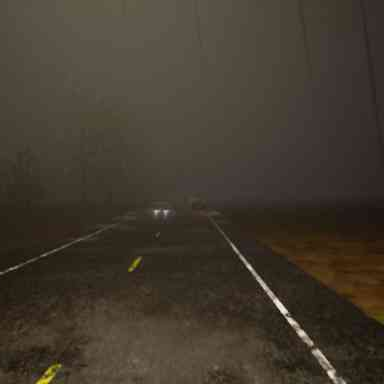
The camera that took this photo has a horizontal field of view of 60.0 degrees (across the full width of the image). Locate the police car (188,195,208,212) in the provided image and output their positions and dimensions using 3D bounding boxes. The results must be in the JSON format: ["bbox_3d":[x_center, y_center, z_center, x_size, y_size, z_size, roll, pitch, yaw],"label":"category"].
[{"bbox_3d":[0.765,1.471,39.051,1.930,1.638,5.238,0,0,-1],"label":"police car"}]

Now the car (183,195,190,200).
[{"bbox_3d":[-1.524,1.565,92.198,1.994,1.385,4.181,0,0,-2],"label":"car"}]

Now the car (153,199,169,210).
[{"bbox_3d":[-3.953,1.601,43.744,2.033,1.411,5.357,0,0,-1],"label":"car"}]

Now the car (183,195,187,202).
[{"bbox_3d":[-1.002,1.531,74.735,1.895,1.301,4.718,0,0,-2],"label":"car"}]
